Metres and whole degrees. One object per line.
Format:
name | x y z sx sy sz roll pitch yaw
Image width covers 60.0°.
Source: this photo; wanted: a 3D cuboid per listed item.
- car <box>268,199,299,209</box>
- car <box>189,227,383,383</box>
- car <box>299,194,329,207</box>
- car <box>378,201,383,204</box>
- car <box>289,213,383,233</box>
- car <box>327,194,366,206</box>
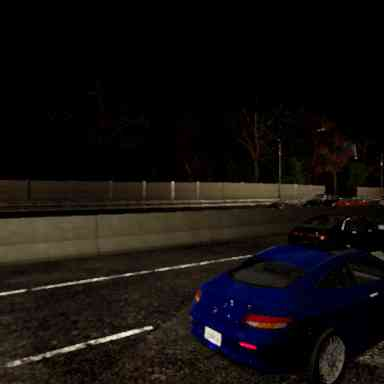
car | 12.204 1.639 42.791 5.357 1.411 2.033 0 0 -35
car | 2.121 1.537 5.260 4.674 1.442 1.812 0 0 -36
car | 16.278 1.321 41.392 5.566 2.045 2.150 0 0 -35
car | 21.720 1.652 36.681 5.357 1.411 2.033 0 0 -35
car | 5.502 1.533 11.973 4.892 1.490 1.837 0 0 -36
car | 18.139 1.450 38.422 4.553 1.767 2.097 0 0 -35
